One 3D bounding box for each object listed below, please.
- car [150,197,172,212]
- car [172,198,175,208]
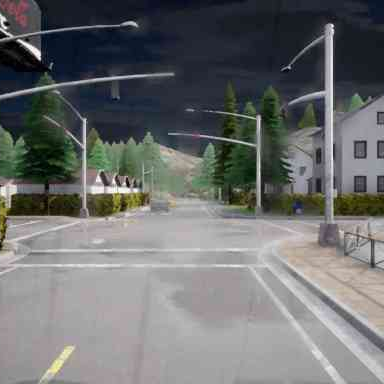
[{"bbox_3d":[-3.595,1.526,38.168,1.812,1.442,4.674,0,0,0],"label":"car"},{"bbox_3d":[-3.600,1.478,48.916,1.882,1.535,5.008,0,0,0],"label":"car"}]
